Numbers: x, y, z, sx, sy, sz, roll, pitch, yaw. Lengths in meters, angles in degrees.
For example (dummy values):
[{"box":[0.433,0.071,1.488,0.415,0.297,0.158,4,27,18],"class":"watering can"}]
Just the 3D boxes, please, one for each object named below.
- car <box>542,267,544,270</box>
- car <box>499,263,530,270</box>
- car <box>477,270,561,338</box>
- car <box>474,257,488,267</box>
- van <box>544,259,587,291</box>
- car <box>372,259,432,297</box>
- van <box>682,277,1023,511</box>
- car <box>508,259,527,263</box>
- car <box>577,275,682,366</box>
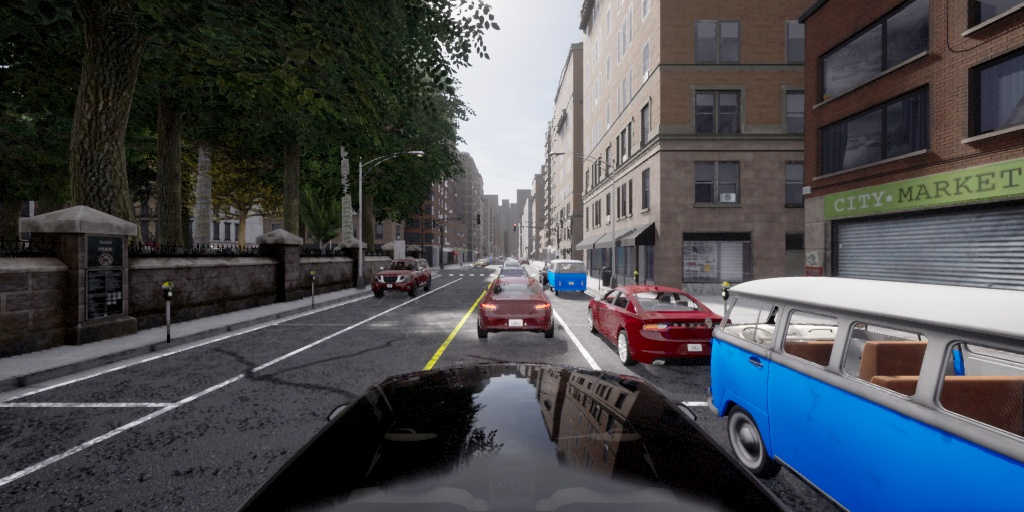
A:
[{"box":[2.857,1.307,24.812,1.948,1.339,4.313,0,0,0],"class":"car"},{"box":[0.097,1.292,19.611,2.033,1.411,5.357,0,0,1],"class":"car"},{"box":[0.095,1.275,10.032,1.812,1.442,4.674,0,0,0],"class":"car"},{"box":[-5.667,1.230,62.631,1.751,1.417,4.829,0,0,0],"class":"car"},{"box":[2.857,1.086,19.152,1.690,1.789,3.998,0,0,0],"class":"van"},{"box":[-5.668,1.060,19.112,2.192,1.841,5.009,0,0,0],"class":"car"},{"box":[2.856,1.091,2.170,1.690,1.789,3.998,0,0,0],"class":"van"},{"box":[0.004,1.242,29.355,1.837,1.490,4.892,0,0,0],"class":"car"},{"box":[2.857,1.294,7.831,1.888,1.381,4.507,0,0,0],"class":"car"}]
